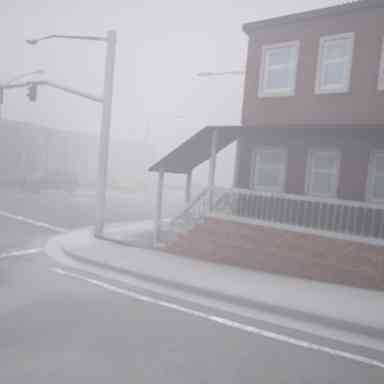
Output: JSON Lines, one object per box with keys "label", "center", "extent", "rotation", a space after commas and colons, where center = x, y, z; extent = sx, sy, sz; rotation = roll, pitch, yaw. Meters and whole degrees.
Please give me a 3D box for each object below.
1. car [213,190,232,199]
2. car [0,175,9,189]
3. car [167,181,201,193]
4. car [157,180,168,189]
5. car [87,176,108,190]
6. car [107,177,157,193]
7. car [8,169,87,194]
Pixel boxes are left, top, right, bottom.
{"label": "car", "center": [3.883, 0.091, 40.353], "extent": [2.033, 1.411, 5.357], "rotation": [7, 4, 36]}
{"label": "car", "center": [-15.965, -1.084, 30.951], "extent": [2.128, 1.511, 4.902], "rotation": [7, 4, 35]}
{"label": "car", "center": [-0.683, -0.722, 46.202], "extent": [1.882, 1.535, 5.008], "rotation": [7, 4, 36]}
{"label": "car", "center": [-4.717, -1.002, 46.590], "extent": [1.994, 1.385, 4.181], "rotation": [7, 4, 36]}
{"label": "car", "center": [-10.520, -1.066, 38.528], "extent": [1.837, 1.490, 4.892], "rotation": [7, 4, 35]}
{"label": "car", "center": [-6.728, -0.729, 37.834], "extent": [1.882, 1.535, 5.008], "rotation": [7, 4, 35]}
{"label": "car", "center": [-12.669, -0.988, 29.519], "extent": [2.150, 2.045, 5.566], "rotation": [7, 4, 36]}
